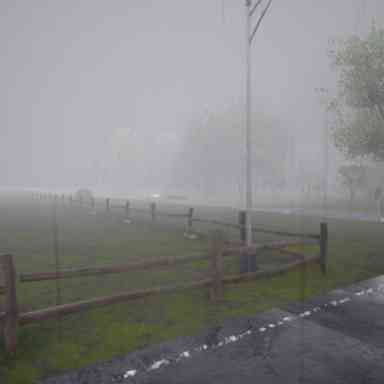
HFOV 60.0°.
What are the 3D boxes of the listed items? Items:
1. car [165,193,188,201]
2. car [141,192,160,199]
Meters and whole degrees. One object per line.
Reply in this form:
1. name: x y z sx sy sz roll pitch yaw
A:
1. car: -2.584 0.798 54.861 1.895 1.301 4.718 0 1 -33
2. car: -7.962 0.639 63.034 1.895 1.301 4.718 0 1 -33
